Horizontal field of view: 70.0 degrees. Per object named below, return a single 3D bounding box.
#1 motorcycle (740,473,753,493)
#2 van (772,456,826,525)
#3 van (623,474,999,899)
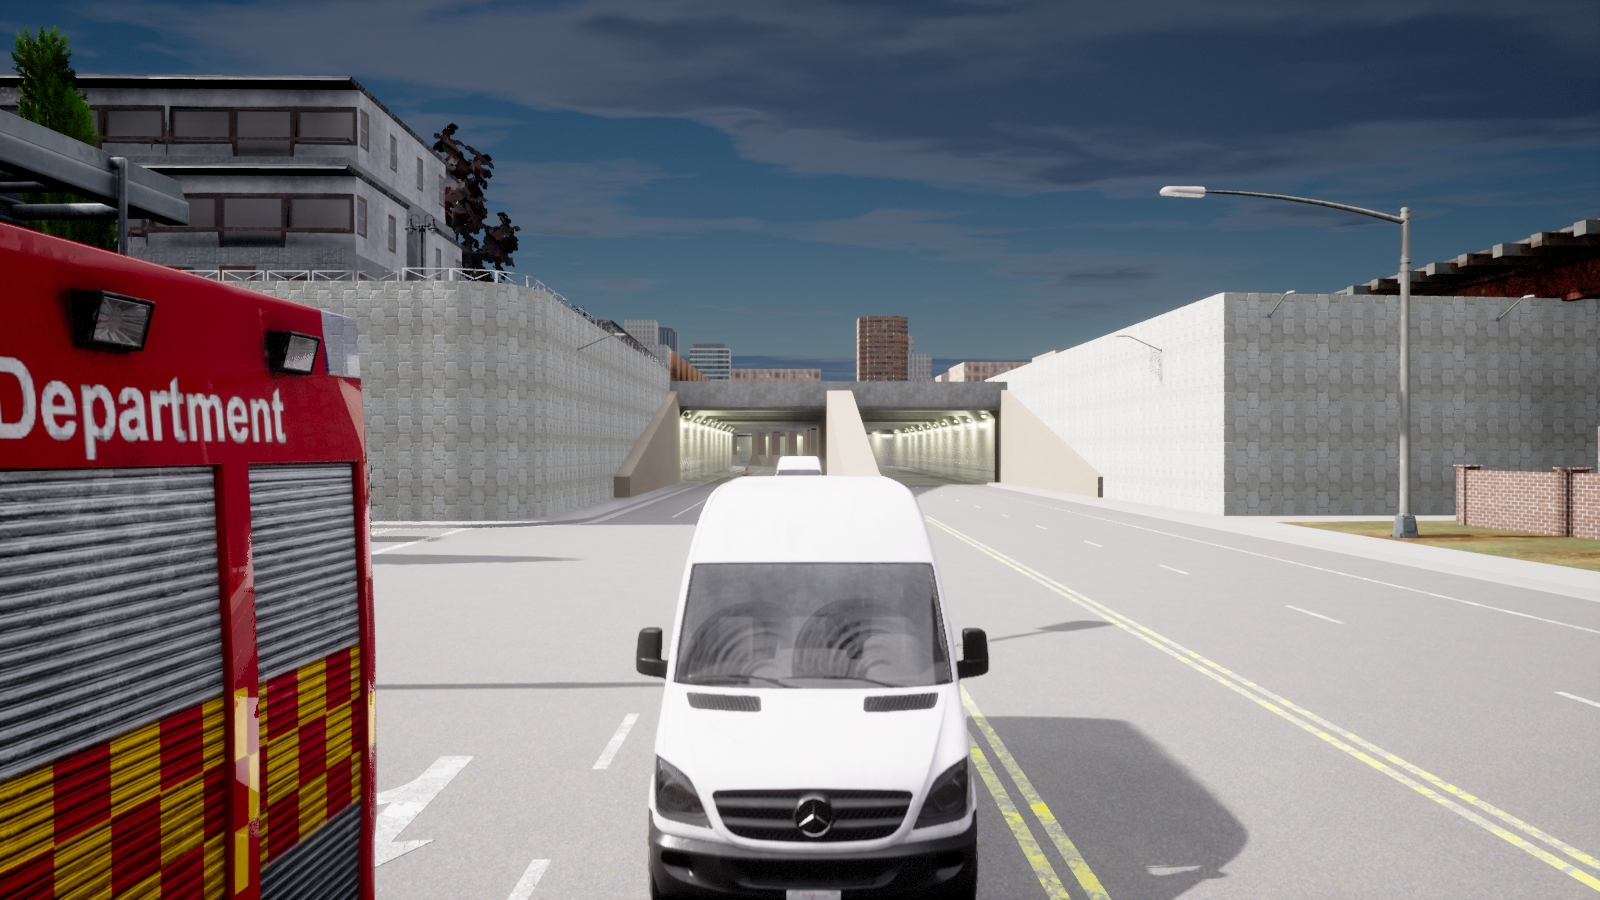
[{"bbox_3d":[-3.557,2.170,76.039,0.764,1.277,2.356,0,0,0],"label":"motorcycle"},{"bbox_3d":[-0.039,1.534,45.587,1.988,2.561,5.915,0,0,0],"label":"van"},{"bbox_3d":[0.088,1.534,9.005,1.988,2.561,5.915,0,0,1],"label":"van"}]
